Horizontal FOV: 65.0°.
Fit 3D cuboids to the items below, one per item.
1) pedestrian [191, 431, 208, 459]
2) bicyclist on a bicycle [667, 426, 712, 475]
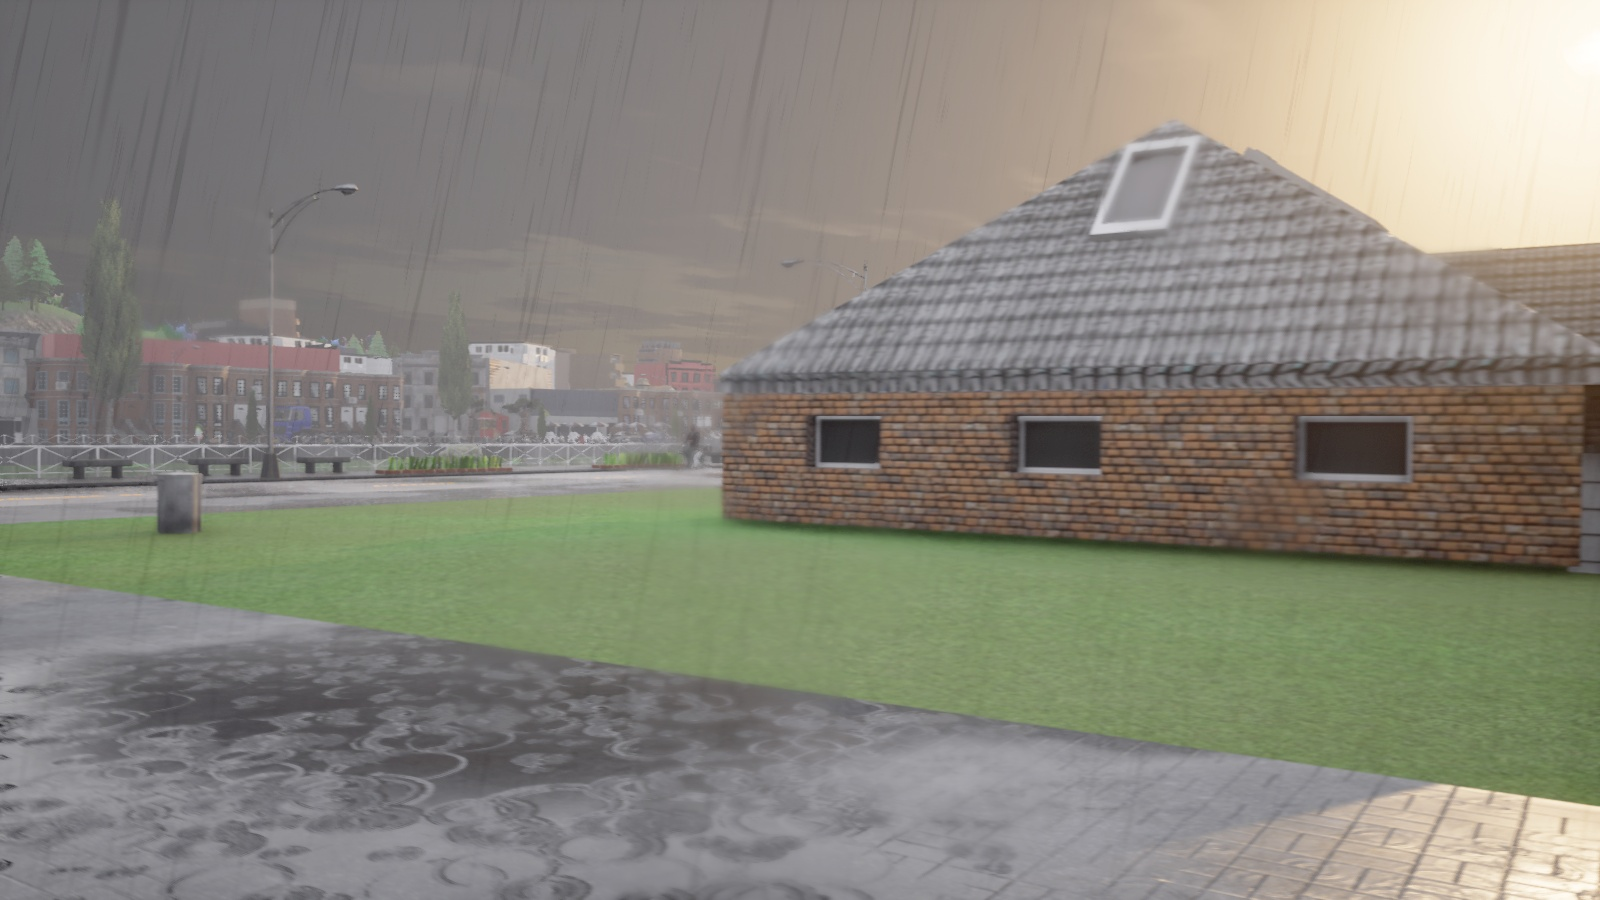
[{"bbox_3d":[-42.189,-0.381,88.249,0.659,1.952,0.873,0,1,38],"label":"pedestrian"},{"bbox_3d":[-4.072,0.006,46.362,0.659,1.776,1.843,0,1,34],"label":"bicyclist on a bicycle"}]
